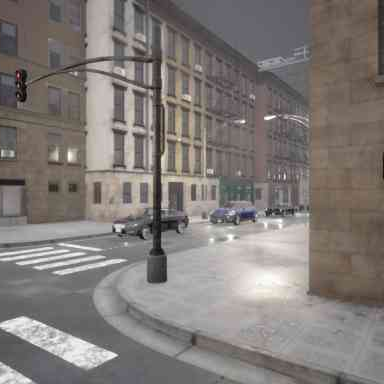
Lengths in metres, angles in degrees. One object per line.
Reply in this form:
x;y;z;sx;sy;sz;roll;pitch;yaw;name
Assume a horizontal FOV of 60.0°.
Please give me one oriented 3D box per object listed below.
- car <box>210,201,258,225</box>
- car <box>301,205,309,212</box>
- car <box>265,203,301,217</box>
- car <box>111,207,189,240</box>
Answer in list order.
3.254;1.476;25.306;2.097;1.767;4.553;0;0;36;car
14.890;1.832;41.566;1.895;1.301;4.718;0;0;36;car
8.976;1.777;33.316;1.895;1.301;4.718;0;0;35;car
-2.086;1.568;17.788;2.128;1.511;4.902;0;0;35;car
